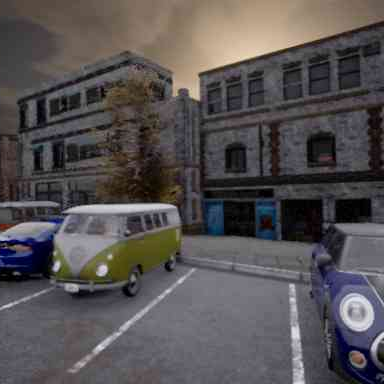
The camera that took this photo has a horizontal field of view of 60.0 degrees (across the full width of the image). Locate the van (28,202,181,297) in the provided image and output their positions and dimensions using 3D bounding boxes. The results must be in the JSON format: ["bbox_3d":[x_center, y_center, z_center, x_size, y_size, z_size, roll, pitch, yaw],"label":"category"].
[{"bbox_3d":[-1.719,1.301,8.563,1.878,1.987,4.442,0,-1,16],"label":"van"}]

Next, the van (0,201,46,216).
[{"bbox_3d":[-6.437,1.350,12.204,1.878,1.987,4.442,0,-1,16],"label":"van"}]

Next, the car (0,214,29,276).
[{"bbox_3d":[-4.083,1.550,10.375,2.097,1.535,5.008,0,-1,16],"label":"car"}]

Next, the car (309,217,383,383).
[{"bbox_3d":[3.090,1.364,5.288,2.185,1.767,4.553,0,-1,16],"label":"car"}]
